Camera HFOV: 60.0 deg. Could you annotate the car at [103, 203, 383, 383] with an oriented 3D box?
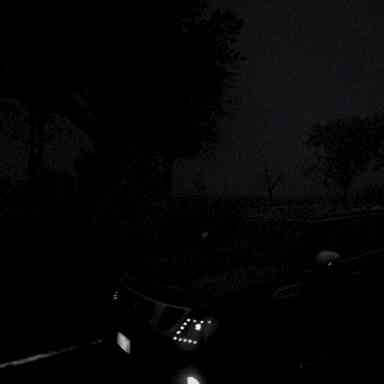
[{"bbox_3d":[1.535,1.220,5.088,5.566,2.045,2.150,0,0,-36],"label":"car"}]
